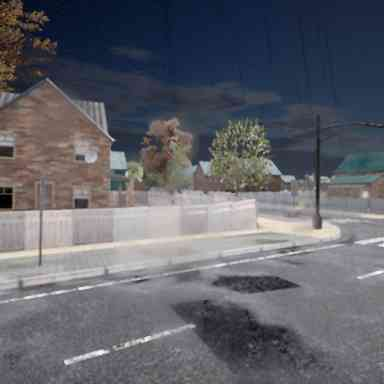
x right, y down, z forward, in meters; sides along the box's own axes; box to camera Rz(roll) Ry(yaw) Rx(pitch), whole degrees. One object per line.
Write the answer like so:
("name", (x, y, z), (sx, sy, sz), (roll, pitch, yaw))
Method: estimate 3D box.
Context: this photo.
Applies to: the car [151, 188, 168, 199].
("car", (-6.156, 0.230, 61.911), (2.150, 2.045, 5.566), (1, 1, -21))
